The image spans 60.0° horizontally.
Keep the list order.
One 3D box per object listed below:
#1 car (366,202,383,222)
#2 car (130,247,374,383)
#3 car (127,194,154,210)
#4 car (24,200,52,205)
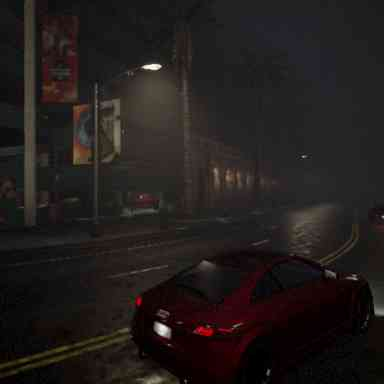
[{"bbox_3d":[15.246,1.599,26.747,1.837,1.490,4.892,0,0,27],"label":"car"},{"bbox_3d":[1.157,1.590,5.223,4.181,1.385,1.994,0,0,-41],"label":"car"},{"bbox_3d":[-7.184,1.291,45.374,2.435,2.045,5.566,0,0,27],"label":"car"},{"bbox_3d":[-24.092,1.818,52.919,1.895,1.301,4.718,0,0,27],"label":"car"}]
